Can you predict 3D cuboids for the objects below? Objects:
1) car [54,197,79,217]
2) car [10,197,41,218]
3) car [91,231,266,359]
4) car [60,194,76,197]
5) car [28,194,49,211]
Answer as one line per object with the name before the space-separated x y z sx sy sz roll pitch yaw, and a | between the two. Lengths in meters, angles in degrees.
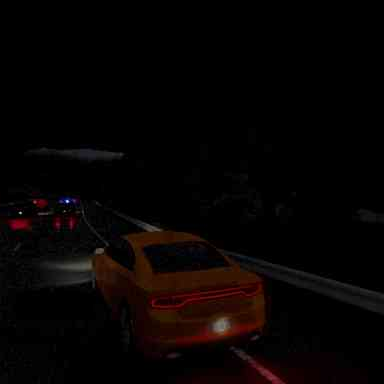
car | -11.984 1.492 31.525 2.128 1.511 4.902 0 0 -19
car | -15.157 1.505 30.132 1.837 1.490 4.892 0 0 -19
car | -0.677 1.478 6.302 1.882 1.535 5.008 0 0 -25
car | -15.417 1.221 41.418 2.150 2.045 5.566 0 0 -18
car | -18.582 1.221 40.023 2.150 2.045 5.566 0 0 -19
